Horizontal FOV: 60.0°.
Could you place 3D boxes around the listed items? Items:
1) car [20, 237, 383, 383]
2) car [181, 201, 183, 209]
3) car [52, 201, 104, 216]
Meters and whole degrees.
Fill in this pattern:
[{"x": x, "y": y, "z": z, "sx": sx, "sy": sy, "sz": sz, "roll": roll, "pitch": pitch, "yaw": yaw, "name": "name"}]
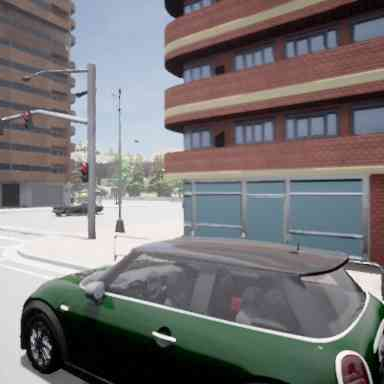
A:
[{"x": -0.115, "y": 1.350, "z": 4.075, "sx": 4.553, "sy": 1.767, "sz": 2.097, "roll": 0, "pitch": 0, "yaw": 36, "name": "car"}, {"x": 0.517, "y": 1.463, "z": 41.804, "sx": 1.882, "sy": 1.535, "sz": 5.008, "roll": 0, "pitch": 0, "yaw": 32, "name": "car"}, {"x": -10.896, "y": 1.584, "z": 31.865, "sx": 1.895, "sy": 1.301, "sz": 4.718, "roll": 0, "pitch": 0, "yaw": 36, "name": "car"}]
